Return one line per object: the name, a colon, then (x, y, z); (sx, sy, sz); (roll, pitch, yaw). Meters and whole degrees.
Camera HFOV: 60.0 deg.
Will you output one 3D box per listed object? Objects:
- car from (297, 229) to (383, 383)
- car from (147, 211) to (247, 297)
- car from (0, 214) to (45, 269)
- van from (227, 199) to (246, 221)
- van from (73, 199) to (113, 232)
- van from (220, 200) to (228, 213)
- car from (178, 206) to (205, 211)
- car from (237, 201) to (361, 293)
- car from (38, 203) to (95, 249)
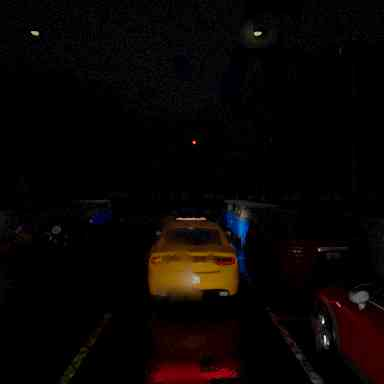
car: (2.746, 1.440, 3.370); (1.967, 1.590, 4.097); (0, 0, 0)
car: (0.039, 1.478, 8.635); (1.882, 1.535, 5.008); (0, 0, 0)
car: (-5.807, 1.525, 8.593); (1.752, 1.417, 4.829); (0, 0, 0)
van: (2.689, 1.342, 14.245); (1.690, 1.788, 3.998); (0, 0, 0)
van: (-5.865, 1.343, 19.638); (1.690, 1.788, 3.998); (0, 0, 0)
van: (2.660, 1.343, 19.683); (1.690, 1.788, 3.998); (0, 0, 0)
car: (-0.048, 1.493, 18.137); (2.128, 1.511, 4.902); (0, 0, 0)
car: (2.717, 1.315, 8.808); (2.192, 1.841, 5.009); (0, 0, 0)
car: (-5.836, 1.441, 14.200); (1.967, 1.590, 4.097); (0, 0, 0)
